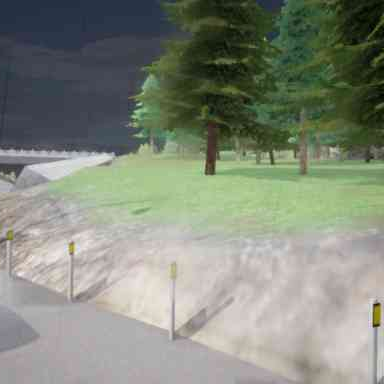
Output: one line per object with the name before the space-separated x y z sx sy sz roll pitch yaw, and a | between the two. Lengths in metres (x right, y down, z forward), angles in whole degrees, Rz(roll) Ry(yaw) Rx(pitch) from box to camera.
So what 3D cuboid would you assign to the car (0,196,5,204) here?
car | -36.977 1.420 63.328 1.882 1.535 5.008 0 0 -12
